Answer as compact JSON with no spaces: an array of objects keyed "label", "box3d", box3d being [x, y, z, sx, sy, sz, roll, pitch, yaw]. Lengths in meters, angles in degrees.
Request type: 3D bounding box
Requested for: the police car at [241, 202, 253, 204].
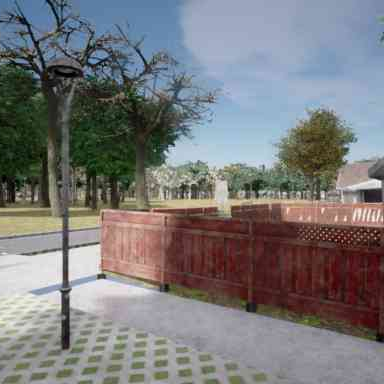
[{"label":"police car","box3d":[6.578,2.042,40.631,2.038,1.542,4.974,-2,-2,34]}]
